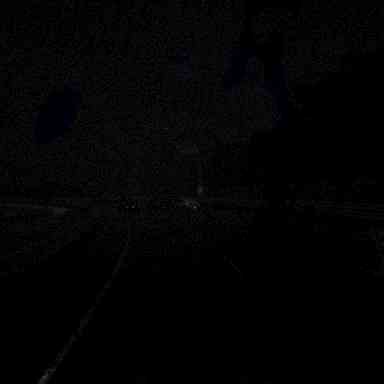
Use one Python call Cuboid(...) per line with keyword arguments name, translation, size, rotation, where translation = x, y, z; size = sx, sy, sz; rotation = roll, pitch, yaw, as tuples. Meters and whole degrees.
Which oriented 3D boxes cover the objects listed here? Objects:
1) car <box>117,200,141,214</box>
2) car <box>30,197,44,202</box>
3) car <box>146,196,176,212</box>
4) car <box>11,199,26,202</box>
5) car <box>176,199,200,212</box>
Cuboid(name="car", translation=(-7.045, 1.617, 36.963), size=(2.033, 1.411, 5.357), rotation=(-1, 0, -22))
Cuboid(name="car", translation=(-39.422, 1.960, 84.929), size=(4.674, 1.442, 1.812), rotation=(-1, 0, 36))
Cuboid(name="car", translation=(-3.963, 1.524, 38.650), size=(2.128, 1.511, 4.902), rotation=(-1, 0, -21))
Cuboid(name="car", translation=(-43.453, 2.079, 83.531), size=(4.718, 1.301, 1.895), rotation=(-1, 0, 33))
Cuboid(name="car", translation=(-0.516, 1.517, 39.395), size=(1.812, 1.442, 4.674), rotation=(-1, 0, -21))
